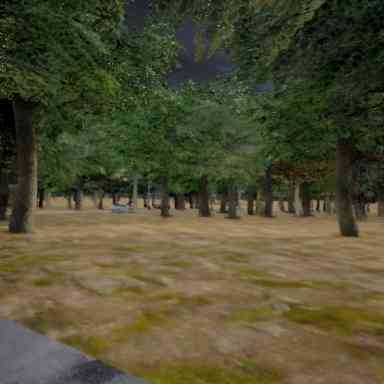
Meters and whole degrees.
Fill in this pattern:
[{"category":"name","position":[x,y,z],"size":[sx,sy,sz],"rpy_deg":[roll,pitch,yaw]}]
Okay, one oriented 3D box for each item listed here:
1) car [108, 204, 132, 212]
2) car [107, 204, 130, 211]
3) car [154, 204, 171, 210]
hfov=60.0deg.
[{"category":"car","position":[-14.234,3.278,67.021],"size":[1.895,1.301,4.718],"rpy_deg":[-1,-3,33]},{"category":"car","position":[-15.518,3.266,70.548],"size":[1.882,1.535,5.008],"rpy_deg":[-1,-3,33]},{"category":"car","position":[-6.983,3.498,78.142],"size":[1.837,1.490,4.892],"rpy_deg":[-1,-3,33]}]
